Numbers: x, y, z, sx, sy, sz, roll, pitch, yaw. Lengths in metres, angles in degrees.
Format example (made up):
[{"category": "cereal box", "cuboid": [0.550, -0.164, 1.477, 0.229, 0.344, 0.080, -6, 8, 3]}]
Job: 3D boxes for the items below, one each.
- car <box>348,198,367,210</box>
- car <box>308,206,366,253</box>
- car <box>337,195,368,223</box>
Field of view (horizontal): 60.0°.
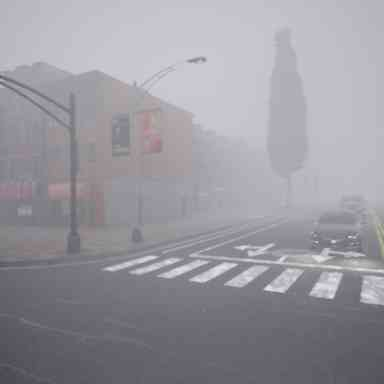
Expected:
[{"category": "car", "cuboid": [22.782, 1.594, 45.722, 2.128, 1.511, 4.902, -1, -1, 27]}, {"category": "car", "cuboid": [6.190, 1.534, 14.069, 1.837, 1.490, 4.892, -1, -1, 28]}, {"category": "car", "cuboid": [14.284, 1.271, 29.589, 2.150, 2.045, 5.566, -1, -1, 27]}]
